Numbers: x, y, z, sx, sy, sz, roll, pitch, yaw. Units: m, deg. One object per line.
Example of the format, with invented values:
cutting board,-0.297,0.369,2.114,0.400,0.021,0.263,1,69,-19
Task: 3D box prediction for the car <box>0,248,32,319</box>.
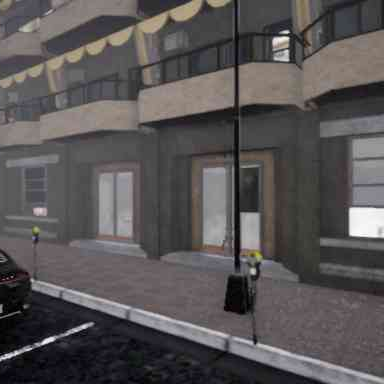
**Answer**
car,-4.743,1.547,6.259,4.403,1.369,2.008,0,0,35
